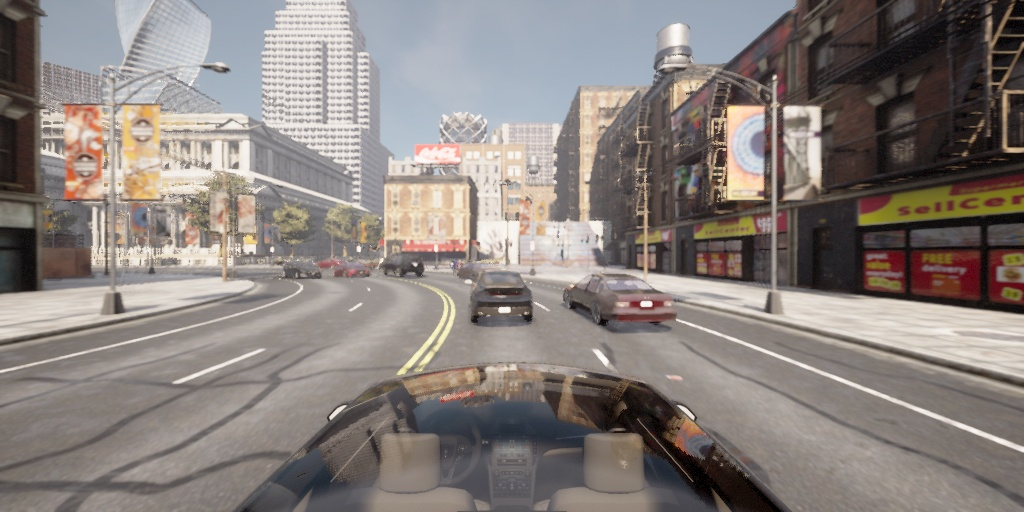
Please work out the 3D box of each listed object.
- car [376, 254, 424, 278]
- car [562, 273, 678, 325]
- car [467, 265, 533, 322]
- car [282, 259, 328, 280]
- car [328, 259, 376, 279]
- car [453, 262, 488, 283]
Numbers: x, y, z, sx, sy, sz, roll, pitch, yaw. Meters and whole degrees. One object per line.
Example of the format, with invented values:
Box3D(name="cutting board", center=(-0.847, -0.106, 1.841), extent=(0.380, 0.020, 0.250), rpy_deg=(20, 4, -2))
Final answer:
Box3D(name="car", center=(-10.024, 0.847, 32.588), extent=(2.150, 2.045, 5.566), rpy_deg=(0, 0, -42))
Box3D(name="car", center=(3.132, 1.257, 11.609), extent=(2.033, 1.411, 5.357), rpy_deg=(0, 0, -7))
Box3D(name="car", center=(-0.508, 1.213, 12.181), extent=(1.837, 1.490, 4.892), rpy_deg=(0, 0, -7))
Box3D(name="car", center=(-17.556, 1.141, 29.962), extent=(4.892, 1.490, 1.837), rpy_deg=(0, 0, 41))
Box3D(name="car", center=(-14.042, 1.194, 31.381), extent=(4.181, 1.385, 1.994), rpy_deg=(0, 0, 44))
Box3D(name="car", center=(-2.961, 1.186, 29.100), extent=(2.033, 1.411, 5.357), rpy_deg=(0, 0, -32))
